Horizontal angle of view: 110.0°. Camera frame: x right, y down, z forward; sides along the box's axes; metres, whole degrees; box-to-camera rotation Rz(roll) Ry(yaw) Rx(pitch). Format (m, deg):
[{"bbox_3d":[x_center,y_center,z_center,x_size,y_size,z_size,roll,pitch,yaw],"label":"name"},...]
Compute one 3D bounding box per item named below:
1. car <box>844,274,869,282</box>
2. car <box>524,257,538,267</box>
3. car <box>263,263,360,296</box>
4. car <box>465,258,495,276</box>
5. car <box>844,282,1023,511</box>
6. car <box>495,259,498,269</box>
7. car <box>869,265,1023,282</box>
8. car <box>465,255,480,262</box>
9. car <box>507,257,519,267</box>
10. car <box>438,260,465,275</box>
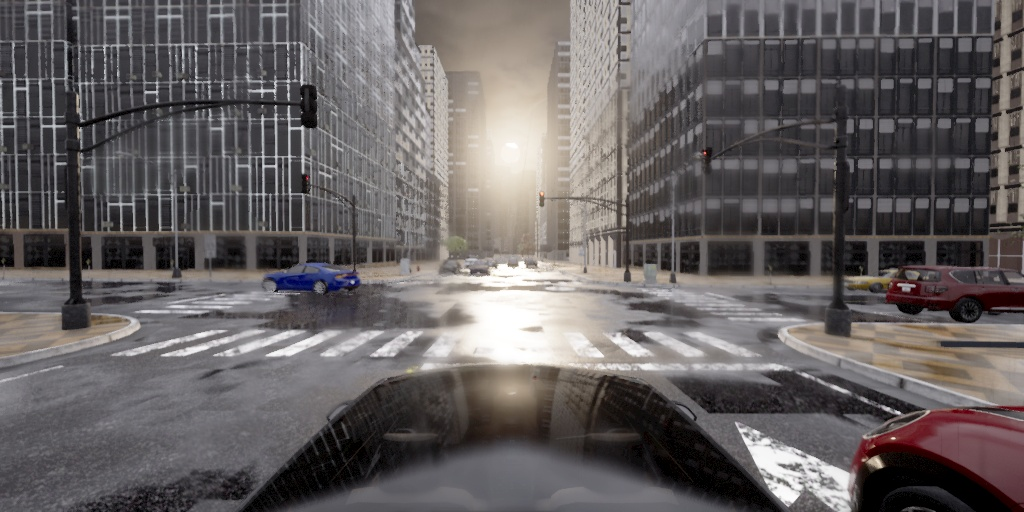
[{"bbox_3d":[21.863,1.392,20.822,4.829,1.417,1.751,0,0,1],"label":"car"},{"bbox_3d":[3.453,1.249,63.411,1.895,1.301,4.718,0,0,0],"label":"car"},{"bbox_3d":[-10.245,1.110,18.318,5.008,1.535,1.882,1,0,15],"label":"car"},{"bbox_3d":[-3.235,1.245,37.330,2.033,1.411,5.357,0,0,0],"label":"car"},{"bbox_3d":[3.254,1.104,0.440,2.097,1.767,4.553,0,0,0],"label":"car"},{"bbox_3d":[-3.156,1.158,54.328,2.128,1.511,4.902,0,0,0],"label":"car"},{"bbox_3d":[16.225,1.272,12.556,5.009,1.841,2.192,0,0,1],"label":"car"},{"bbox_3d":[-6.361,0.881,58.516,2.150,2.045,5.566,0,0,1],"label":"car"},{"bbox_3d":[0.203,1.212,63.393,1.994,1.385,4.181,0,0,0],"label":"car"},{"bbox_3d":[-6.478,1.201,37.872,1.837,1.490,4.892,0,0,0],"label":"car"}]
